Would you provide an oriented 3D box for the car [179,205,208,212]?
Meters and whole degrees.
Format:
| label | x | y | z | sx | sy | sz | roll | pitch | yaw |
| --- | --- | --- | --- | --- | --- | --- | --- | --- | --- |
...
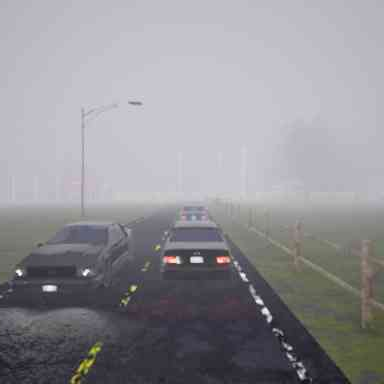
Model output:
| label | x | y | z | sx | sy | sz | roll | pitch | yaw |
| --- | --- | --- | --- | --- | --- | --- | --- | --- | --- |
| car | 0.101 | 1.559 | 22.530 | 2.033 | 1.411 | 5.357 | 0 | 0 | 0 |

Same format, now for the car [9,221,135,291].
| label | x | y | z | sx | sy | sz | roll | pitch | yaw |
| --- | --- | --- | --- | --- | --- | --- | --- | --- | --- |
| car | -2.850 | 1.549 | 9.331 | 2.033 | 1.411 | 5.357 | 0 | 0 | 0 |

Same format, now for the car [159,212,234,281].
| label | x | y | z | sx | sy | sz | roll | pitch | yaw |
| --- | --- | --- | --- | --- | --- | --- | --- | --- | --- |
| car | 0.100 | 1.549 | 9.863 | 2.033 | 1.411 | 5.357 | 0 | 0 | 0 |
